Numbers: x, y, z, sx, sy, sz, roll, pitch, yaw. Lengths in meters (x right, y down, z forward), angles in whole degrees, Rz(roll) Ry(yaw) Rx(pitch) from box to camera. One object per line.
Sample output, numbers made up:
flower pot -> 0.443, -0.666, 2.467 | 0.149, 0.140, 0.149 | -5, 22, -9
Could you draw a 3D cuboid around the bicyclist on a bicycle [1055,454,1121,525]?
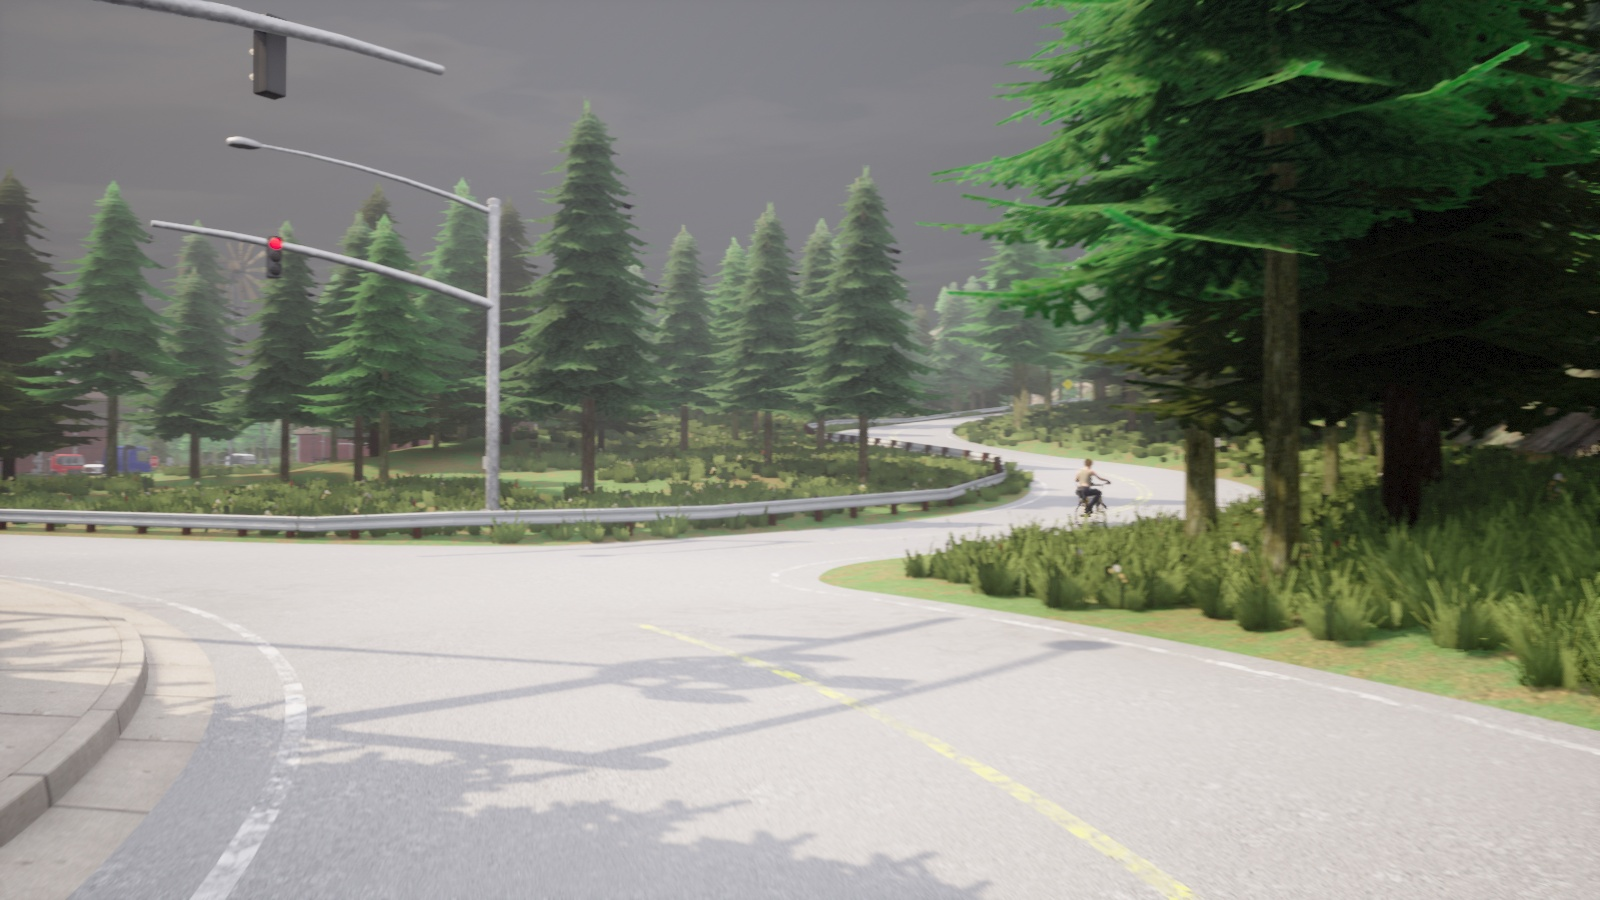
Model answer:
bicyclist on a bicycle -> 6.941, 0.946, 30.197 | 0.866, 1.612, 1.509 | -2, 0, 42
